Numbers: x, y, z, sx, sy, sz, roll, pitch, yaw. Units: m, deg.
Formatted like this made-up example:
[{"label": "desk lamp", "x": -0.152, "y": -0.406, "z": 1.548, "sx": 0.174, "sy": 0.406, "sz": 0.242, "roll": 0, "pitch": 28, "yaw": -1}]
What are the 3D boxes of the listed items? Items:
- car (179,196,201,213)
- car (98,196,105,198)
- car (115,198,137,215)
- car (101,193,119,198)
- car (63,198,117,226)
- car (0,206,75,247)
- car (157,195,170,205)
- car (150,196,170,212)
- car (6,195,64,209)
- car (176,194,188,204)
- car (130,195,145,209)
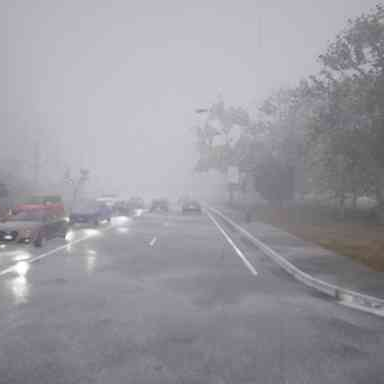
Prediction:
[{"label": "car", "x": -0.098, "y": 1.502, "z": 36.107, "sx": 1.994, "sy": 1.385, "sz": 4.181, "roll": 0, "pitch": 0, "yaw": -1}, {"label": "car", "x": -10.603, "y": 1.443, "z": 33.028, "sx": 2.128, "sy": 1.511, "sz": 4.902, "roll": 0, "pitch": 0, "yaw": -1}, {"label": "car", "x": -7.110, "y": 1.550, "z": 33.669, "sx": 1.895, "sy": 1.301, "sz": 4.718, "roll": 0, "pitch": 0, "yaw": -1}, {"label": "car", "x": -10.936, "y": 1.112, "z": 43.601, "sx": 2.150, "sy": 2.045, "sz": 5.566, "roll": 0, "pitch": 0, "yaw": -3}, {"label": "car", "x": -7.073, "y": 1.460, "z": 23.644, "sx": 1.882, "sy": 1.535, "sz": 5.008, "roll": 0, "pitch": 0, "yaw": 0}, {"label": "car", "x": -7.098, "y": 1.558, "z": 14.835, "sx": 1.994, "sy": 1.385, "sz": 4.181, "roll": 0, "pitch": 0, "yaw": 0}, {"label": "car", "x": -4.869, "y": 1.348, "z": 56.456, "sx": 2.033, "sy": 1.411, "sz": 5.357, "roll": 0, "pitch": 0, "yaw": -6}, {"label": "car", "x": -3.641, "y": 1.435, "z": 37.570, "sx": 1.837, "sy": 1.490, "sz": 4.892, "roll": 0, "pitch": 0, "yaw": -2}, {"label": "car", "x": -10.569, "y": 1.206, "z": 22.805, "sx": 2.150, "sy": 2.045, "sz": 5.566, "roll": 0, "pitch": 0, "yaw": 0}, {"label": "car", "x": -1.634, "y": 1.142, "z": 58.833, "sx": 2.097, "sy": 1.767, "sz": 4.553, "roll": 0, "pitch": 1, "yaw": -7}, {"label": "car", "x": -7.448, "y": 1.242, "z": 43.906, "sx": 2.097, "sy": 1.767, "sz": 4.553, "roll": 0, "pitch": 0, "yaw": -3}]
